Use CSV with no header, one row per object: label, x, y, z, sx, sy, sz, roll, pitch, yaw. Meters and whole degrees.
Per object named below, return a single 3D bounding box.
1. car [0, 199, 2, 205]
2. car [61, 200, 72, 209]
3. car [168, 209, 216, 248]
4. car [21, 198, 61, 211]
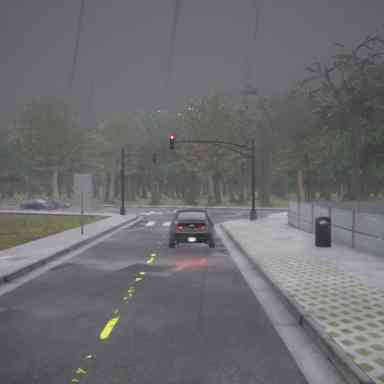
car,-35.346,1.554,58.036,4.902,1.511,2.128,0,0,24
car,-17.956,1.512,43.295,4.902,1.511,2.128,0,0,23
car,0.001,1.508,14.736,1.837,1.490,4.892,0,0,0
car,-18.497,1.534,39.989,4.674,1.442,1.812,0,0,23
